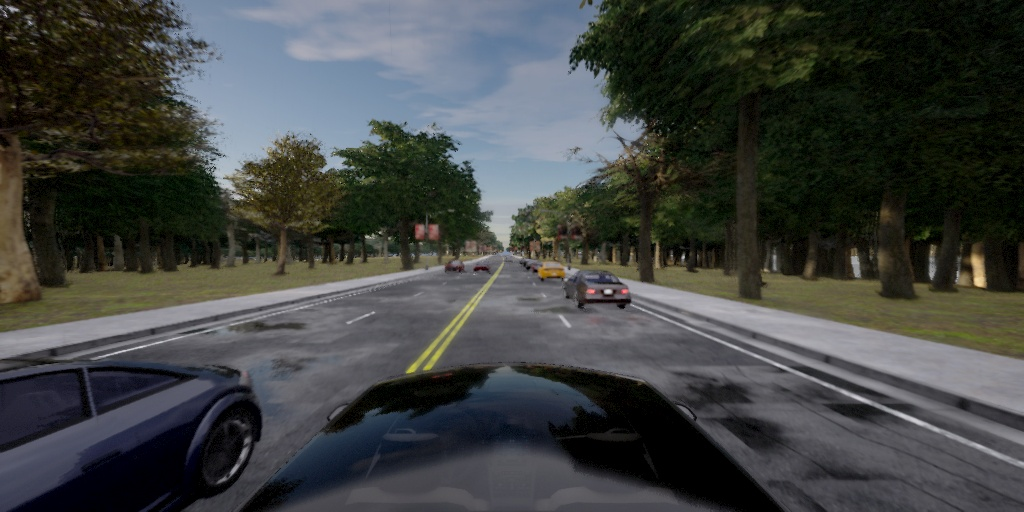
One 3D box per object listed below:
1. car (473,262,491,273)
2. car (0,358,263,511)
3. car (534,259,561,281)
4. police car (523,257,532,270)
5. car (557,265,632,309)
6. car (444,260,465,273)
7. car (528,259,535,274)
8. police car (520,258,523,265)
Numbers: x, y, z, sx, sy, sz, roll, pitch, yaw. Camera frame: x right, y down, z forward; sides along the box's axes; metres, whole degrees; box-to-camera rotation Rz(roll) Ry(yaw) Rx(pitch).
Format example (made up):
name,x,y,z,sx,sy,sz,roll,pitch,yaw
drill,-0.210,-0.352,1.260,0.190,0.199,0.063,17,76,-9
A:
name,x,y,z,sx,sy,sz,roll,pitch,yaw
car,-3.466,1.342,42.166,1.895,1.301,4.718,0,0,0
car,-3.351,1.314,1.671,1.994,1.385,4.181,0,0,0
car,3.196,1.224,29.688,1.882,1.535,5.008,0,0,0
police car,3.049,1.231,51.711,2.038,1.542,4.974,0,0,-1
car,3.339,1.294,14.963,2.033,1.411,5.357,0,0,0
car,-6.714,1.219,42.429,1.882,1.535,5.008,0,0,0
car,3.134,1.343,40.729,1.895,1.301,4.718,0,0,0
police car,2.938,1.126,62.830,1.930,1.638,5.238,0,0,-1
